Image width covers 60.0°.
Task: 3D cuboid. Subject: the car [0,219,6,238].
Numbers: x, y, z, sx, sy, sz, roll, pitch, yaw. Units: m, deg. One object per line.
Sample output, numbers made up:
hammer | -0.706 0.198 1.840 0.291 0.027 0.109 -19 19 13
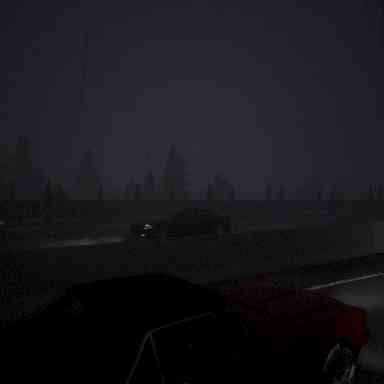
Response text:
car | -10.078 1.471 13.759 4.181 1.385 1.994 0 0 -35

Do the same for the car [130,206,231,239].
car | -0.446 1.447 15.905 5.008 1.535 1.882 0 0 -30

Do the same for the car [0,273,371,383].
car | -0.158 1.591 3.478 4.718 1.301 1.895 0 0 -35
